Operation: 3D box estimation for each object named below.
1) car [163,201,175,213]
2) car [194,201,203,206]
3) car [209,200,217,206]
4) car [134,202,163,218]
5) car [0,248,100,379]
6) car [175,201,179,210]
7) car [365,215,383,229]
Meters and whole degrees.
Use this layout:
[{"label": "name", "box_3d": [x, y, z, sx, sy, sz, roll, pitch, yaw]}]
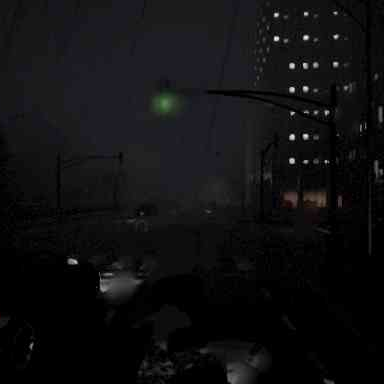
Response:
[{"label": "car", "box_3d": [-4.098, 2.141, 46.061, 2.033, 1.411, 5.357, 0, -1, 4]}, {"label": "car", "box_3d": [1.468, 2.601, 76.343, 1.895, 1.301, 4.718, 0, -1, 4]}, {"label": "car", "box_3d": [4.734, 2.550, 76.437, 2.033, 1.411, 5.357, 0, -1, 4]}, {"label": "car", "box_3d": [-4.843, 1.951, 35.842, 2.128, 1.511, 4.902, 0, -1, 4]}, {"label": "car", "box_3d": [-3.025, 1.638, 5.634, 1.994, 1.385, 4.181, 0, -1, 1]}, {"label": "car", "box_3d": [-3.319, 2.211, 56.503, 1.882, 1.535, 5.008, 0, -1, 4]}, {"label": "car", "box_3d": [13.605, 1.726, 20.866, 4.718, 1.301, 1.895, 0, -1, 2]}]
